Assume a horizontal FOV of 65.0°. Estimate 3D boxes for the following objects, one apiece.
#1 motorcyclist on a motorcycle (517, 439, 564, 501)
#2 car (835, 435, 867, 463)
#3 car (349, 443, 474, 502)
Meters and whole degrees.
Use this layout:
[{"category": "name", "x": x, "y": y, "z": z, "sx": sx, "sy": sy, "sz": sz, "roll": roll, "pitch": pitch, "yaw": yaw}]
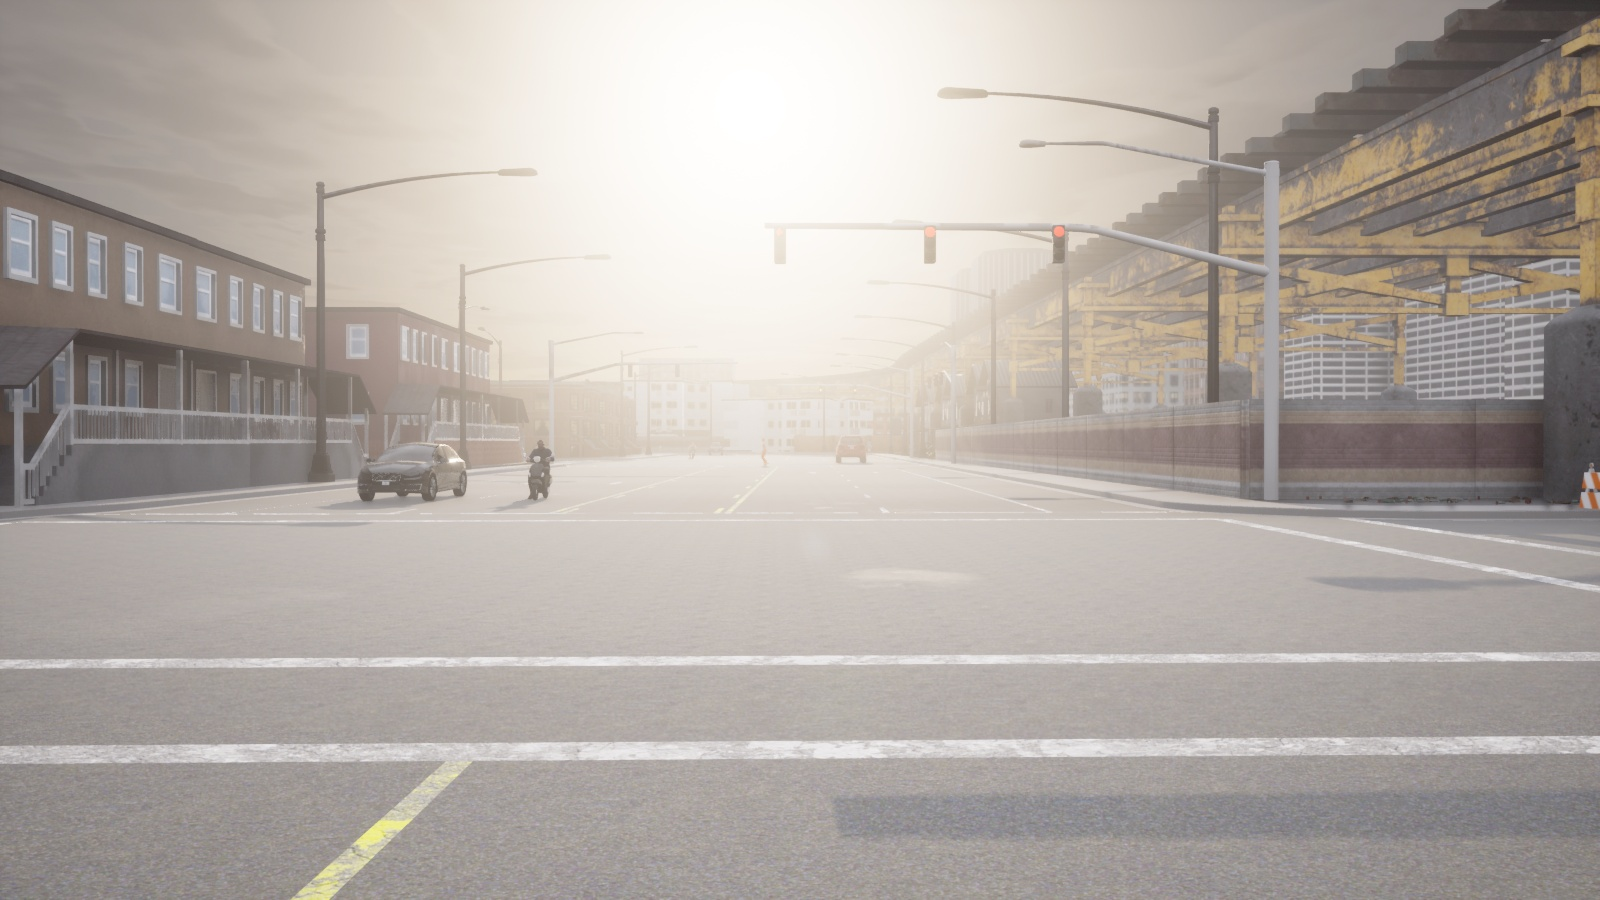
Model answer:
[{"category": "motorcyclist on a motorcycle", "x": -6.884, "y": 0.506, "z": 33.335, "sx": 0.866, "sy": 1.590, "sz": 1.817, "roll": 0, "pitch": 0, "yaw": 0}, {"category": "car", "x": 3.794, "y": -0.065, "z": 94.473, "sx": 2.150, "sy": 2.045, "sz": 5.566, "roll": 0, "pitch": 0, "yaw": 0}, {"category": "car", "x": -10.382, "y": 0.552, "z": 33.928, "sx": 1.837, "sy": 1.490, "sz": 4.892, "roll": 0, "pitch": 0, "yaw": 0}]
